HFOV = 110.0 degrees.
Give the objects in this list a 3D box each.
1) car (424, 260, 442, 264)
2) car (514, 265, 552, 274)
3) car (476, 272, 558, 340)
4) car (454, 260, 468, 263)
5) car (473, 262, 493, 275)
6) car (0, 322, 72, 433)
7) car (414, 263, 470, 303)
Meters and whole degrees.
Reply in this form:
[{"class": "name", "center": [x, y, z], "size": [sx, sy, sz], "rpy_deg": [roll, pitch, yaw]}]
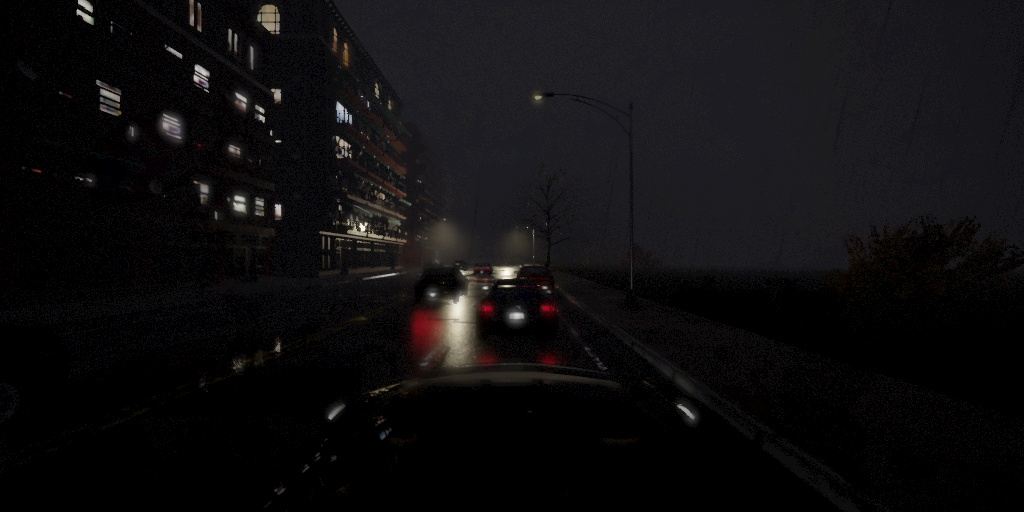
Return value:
[{"class": "car", "center": [-9.829, 1.243, 44.943], "size": [2.128, 1.511, 4.902], "rpy_deg": [0, 0, 0]}, {"class": "car", "center": [1.145, 1.230, 18.945], "size": [1.882, 1.535, 5.008], "rpy_deg": [0, 0, 0]}, {"class": "car", "center": [0.105, 1.315, 10.024], "size": [1.994, 1.385, 4.181], "rpy_deg": [0, 0, 0]}, {"class": "car", "center": [-6.578, 1.256, 45.885], "size": [1.837, 1.490, 4.892], "rpy_deg": [0, 0, 0]}, {"class": "car", "center": [-3.132, 1.353, 39.614], "size": [1.895, 1.301, 4.718], "rpy_deg": [0, 0, 0]}, {"class": "car", "center": [-6.601, 1.255, 2.507], "size": [1.837, 1.490, 4.892], "rpy_deg": [0, 0, 0]}, {"class": "car", "center": [-3.144, 1.258, 16.652], "size": [1.837, 1.490, 4.892], "rpy_deg": [0, 0, 0]}]
